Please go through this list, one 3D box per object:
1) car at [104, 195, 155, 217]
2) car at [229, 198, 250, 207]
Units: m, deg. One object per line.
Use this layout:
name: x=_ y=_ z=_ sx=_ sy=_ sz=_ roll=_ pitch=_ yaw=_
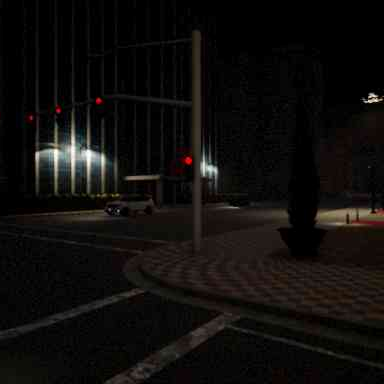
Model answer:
car: x=-6.159 y=1.308 z=33.530 sx=2.150 sy=2.045 sz=5.566 roll=0 pitch=0 yaw=35
car: x=7.499 y=1.653 z=52.851 sx=1.994 sy=1.385 sz=4.181 roll=0 pitch=0 yaw=36
